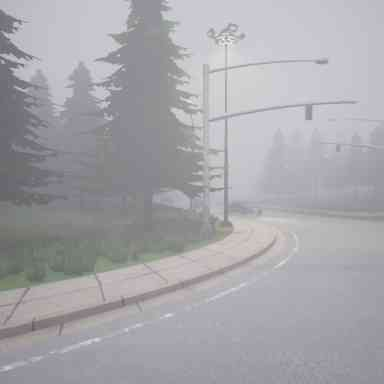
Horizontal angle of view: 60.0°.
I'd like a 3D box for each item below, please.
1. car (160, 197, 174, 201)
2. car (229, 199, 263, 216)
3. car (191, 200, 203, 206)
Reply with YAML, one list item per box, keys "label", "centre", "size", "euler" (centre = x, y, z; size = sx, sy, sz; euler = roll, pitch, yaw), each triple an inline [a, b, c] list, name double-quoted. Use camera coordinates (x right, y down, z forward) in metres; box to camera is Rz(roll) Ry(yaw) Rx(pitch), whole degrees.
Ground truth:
- label: "car"
  centre: [-5.085, 1.600, 67.879]
  size: [1.895, 1.301, 4.718]
  euler: [0, 0, -18]
- label: "car"
  centre: [5.185, 1.491, 32.538]
  size: [2.128, 1.511, 4.902]
  euler: [0, 0, -15]
- label: "car"
  centre: [1.102, 1.492, 47.262]
  size: [2.128, 1.511, 4.902]
  euler: [0, 0, -16]
